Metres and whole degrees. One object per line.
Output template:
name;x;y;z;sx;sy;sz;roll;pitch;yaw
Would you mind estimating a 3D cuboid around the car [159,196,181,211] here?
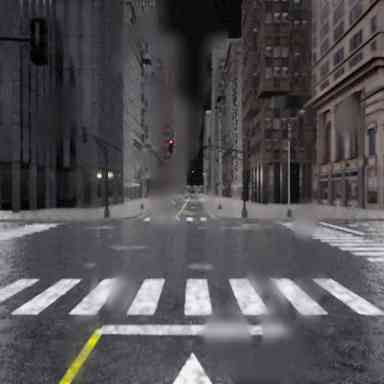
car;-2.862;1.337;41.008;2.097;1.767;4.553;0;0;0
